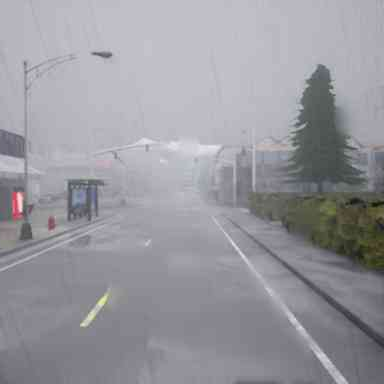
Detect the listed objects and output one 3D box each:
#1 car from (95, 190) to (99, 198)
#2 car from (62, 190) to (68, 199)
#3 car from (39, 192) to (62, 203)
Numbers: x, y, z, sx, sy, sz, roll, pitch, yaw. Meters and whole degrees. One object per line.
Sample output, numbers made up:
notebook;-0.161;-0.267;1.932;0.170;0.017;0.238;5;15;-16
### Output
car;-23.068;0.495;78.129;1.905;1.878;3.866;0;1;-1
car;-26.288;0.606;70.234;1.932;1.855;4.605;0;1;-1
car;-22.866;0.913;53.204;1.970;1.475;3.806;0;1;-1
